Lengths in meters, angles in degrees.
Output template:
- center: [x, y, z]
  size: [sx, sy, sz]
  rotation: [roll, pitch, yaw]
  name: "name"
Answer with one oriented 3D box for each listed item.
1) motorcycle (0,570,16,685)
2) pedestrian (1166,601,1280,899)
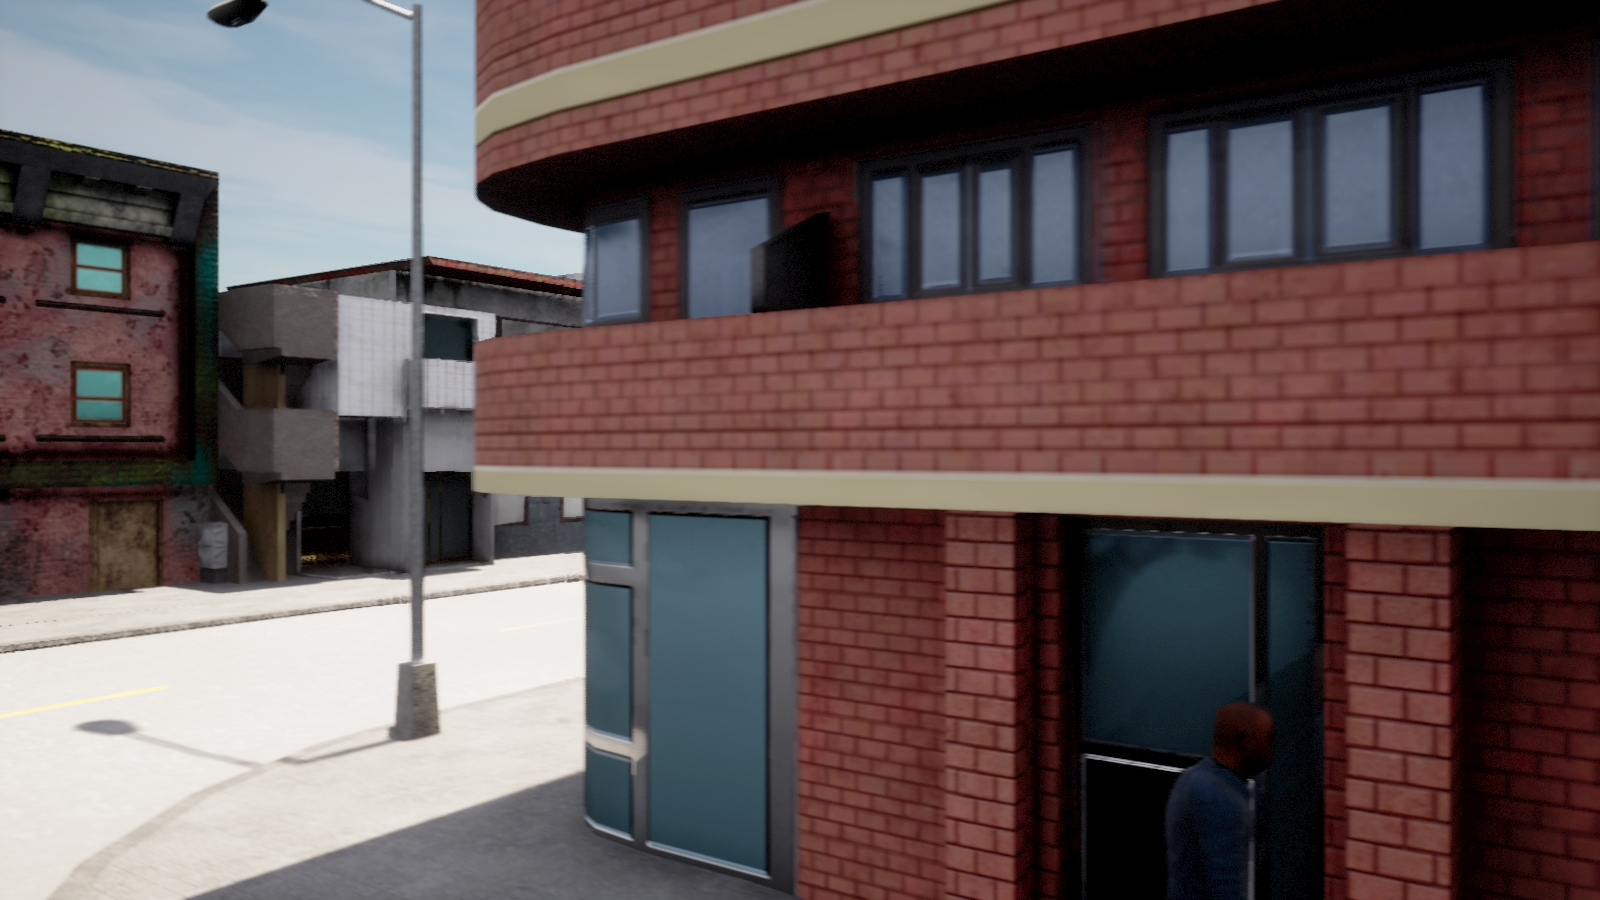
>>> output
- center: [-9.635, 1.987, 11.997]
  size: [0.867, 1.251, 2.209]
  rotation: [1, 0, 20]
  name: "motorcycle"
- center: [1.565, 1.524, 4.259]
  size: [0.375, 1.860, 0.375]
  rotation: [0, 0, 17]
  name: "pedestrian"
